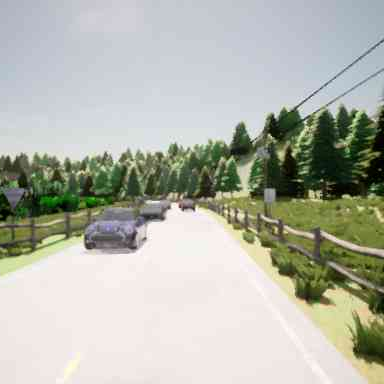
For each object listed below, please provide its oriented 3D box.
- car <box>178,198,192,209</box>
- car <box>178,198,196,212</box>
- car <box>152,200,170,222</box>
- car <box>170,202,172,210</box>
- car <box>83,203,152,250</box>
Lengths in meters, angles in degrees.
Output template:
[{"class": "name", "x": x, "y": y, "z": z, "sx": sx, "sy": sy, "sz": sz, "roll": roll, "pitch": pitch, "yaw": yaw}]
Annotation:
[{"class": "car", "x": -1.248, "y": 1.856, "z": 56.375, "sx": 2.097, "sy": 1.767, "sz": 4.553, "roll": 0, "pitch": 0, "yaw": -6}, {"class": "car", "x": -0.521, "y": 1.917, "z": 46.350, "sx": 1.837, "sy": 1.490, "sz": 4.892, "roll": 0, "pitch": 0, "yaw": -4}, {"class": "car", "x": -3.334, "y": 1.766, "z": 29.918, "sx": 1.882, "sy": 1.535, "sz": 5.008, "roll": 0, "pitch": 0, "yaw": 0}, {"class": "car", "x": -3.962, "y": 1.961, "z": 50.083, "sx": 2.128, "sy": 1.511, "sz": 4.902, "roll": 0, "pitch": -1, "yaw": -4}, {"class": "car", "x": -3.299, "y": 1.511, "z": 15.126, "sx": 2.097, "sy": 1.767, "sz": 4.553, "roll": 0, "pitch": -1, "yaw": 0}]
